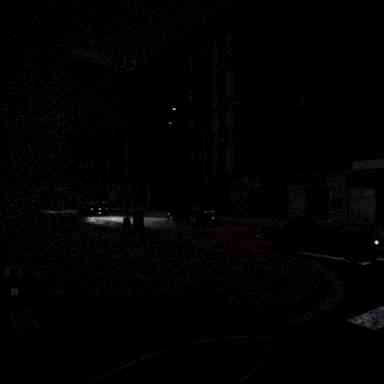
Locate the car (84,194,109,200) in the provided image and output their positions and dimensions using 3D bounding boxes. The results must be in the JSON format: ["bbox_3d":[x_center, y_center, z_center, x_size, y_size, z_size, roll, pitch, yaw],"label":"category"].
[{"bbox_3d":[-11.892,1.324,40.963,2.150,2.045,5.566,0,0,-35],"label":"car"}]

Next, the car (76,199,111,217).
[{"bbox_3d":[-9.980,1.689,33.204,1.895,1.301,4.718,0,0,-35],"label":"car"}]

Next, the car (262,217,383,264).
[{"bbox_3d":[4.941,1.618,12.241,1.895,1.301,4.718,0,0,-35],"label":"car"}]

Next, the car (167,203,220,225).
[{"bbox_3d":[0.005,1.536,24.260,2.128,1.511,4.902,0,0,-35],"label":"car"}]

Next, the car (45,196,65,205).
[{"bbox_3d":[-19.127,1.268,46.207,1.882,1.535,5.008,0,0,-35],"label":"car"}]

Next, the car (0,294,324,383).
[{"bbox_3d":[-0.898,1.566,2.172,4.313,1.339,1.947,0,0,-35],"label":"car"}]
